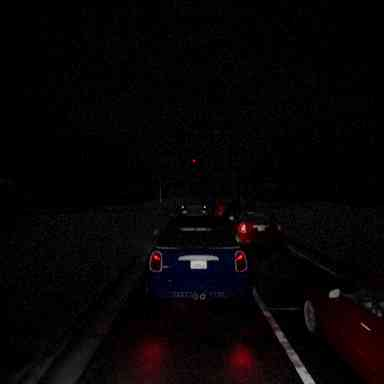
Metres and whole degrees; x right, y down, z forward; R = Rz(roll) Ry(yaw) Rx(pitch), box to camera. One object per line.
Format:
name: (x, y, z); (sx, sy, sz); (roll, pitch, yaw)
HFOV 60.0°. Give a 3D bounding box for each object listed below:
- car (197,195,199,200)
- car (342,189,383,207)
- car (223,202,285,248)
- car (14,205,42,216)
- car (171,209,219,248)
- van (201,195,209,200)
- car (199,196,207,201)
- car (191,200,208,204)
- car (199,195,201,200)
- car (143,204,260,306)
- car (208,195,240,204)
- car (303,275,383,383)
car: (2.780, 1.632, 78.795); (2.008, 1.369, 4.403); (-1, 0, 0)
car: (21.091, 0.657, 40.066); (5.566, 2.045, 2.150); (-1, 1, 0)
car: (2.656, 1.437, 14.597); (1.967, 1.590, 4.097); (-1, 0, 0)
car: (-19.473, 2.132, 37.171); (4.718, 1.301, 1.895); (-2, 1, 0)
car: (0.125, 1.598, 15.686); (1.895, 1.301, 4.718); (0, 0, 0)
van: (2.725, 1.368, 51.763); (1.690, 1.788, 3.998); (-1, 0, 0)
car: (2.790, 1.640, 84.201); (1.887, 1.381, 4.507); (-1, 0, 0)
car: (0.152, 1.565, 25.698); (1.994, 1.385, 4.181); (0, 0, -1)
car: (2.735, 1.350, 57.170); (2.192, 1.841, 5.009); (-1, 0, 0)
car: (0.088, 1.349, 8.215); (2.097, 1.767, 4.553); (0, 0, -1)
car: (2.675, 1.316, 25.402); (2.192, 1.841, 5.009); (-1, 0, 0)
car: (2.637, 1.580, 3.792); (1.802, 1.307, 4.206); (-1, 0, 0)
